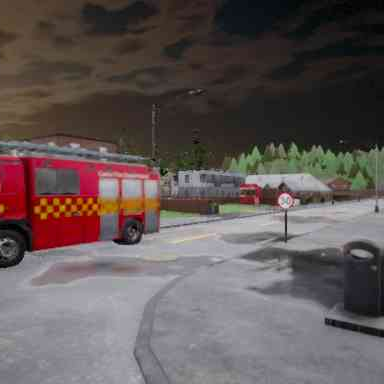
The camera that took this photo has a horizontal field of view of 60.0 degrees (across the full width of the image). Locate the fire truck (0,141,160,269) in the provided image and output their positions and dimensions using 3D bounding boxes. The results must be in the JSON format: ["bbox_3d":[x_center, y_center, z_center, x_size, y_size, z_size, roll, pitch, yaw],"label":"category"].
[{"bbox_3d":[-4.971,0.338,12.528,2.891,3.827,8.468,0,0,36],"label":"fire truck"}]
